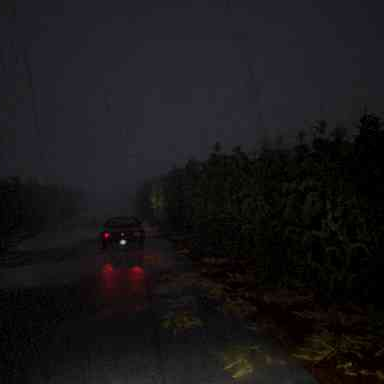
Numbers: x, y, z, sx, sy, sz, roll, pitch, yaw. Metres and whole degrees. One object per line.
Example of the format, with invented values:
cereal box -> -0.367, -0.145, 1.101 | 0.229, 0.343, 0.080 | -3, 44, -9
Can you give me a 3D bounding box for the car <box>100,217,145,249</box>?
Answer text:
car -> -3.360, 1.848, 16.224 | 1.895, 1.301, 4.718 | -2, 0, -11
